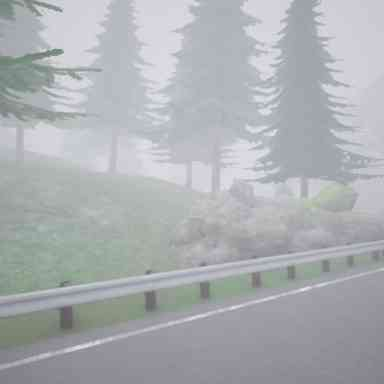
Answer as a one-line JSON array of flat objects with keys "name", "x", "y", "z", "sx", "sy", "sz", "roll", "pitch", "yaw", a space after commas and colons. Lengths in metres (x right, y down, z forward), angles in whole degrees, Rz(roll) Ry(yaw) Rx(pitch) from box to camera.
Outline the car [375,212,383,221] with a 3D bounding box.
[{"name": "car", "x": 17.523, "y": 1.879, "z": 27.056, "sx": 2.033, "sy": 1.411, "sz": 5.357, "roll": 1, "pitch": 0, "yaw": -13}]
